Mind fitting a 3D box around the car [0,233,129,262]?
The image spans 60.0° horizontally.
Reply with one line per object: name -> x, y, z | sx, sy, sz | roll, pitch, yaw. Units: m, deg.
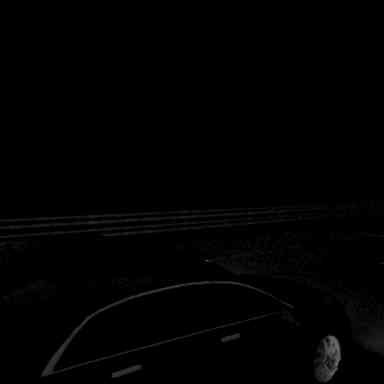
car -> -2.233, 1.538, 6.452 | 5.357, 1.411, 2.033 | 0, 0, -35

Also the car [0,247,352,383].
car -> -0.203, 1.495, 3.601 | 4.892, 1.490, 1.837 | 0, 0, -35
